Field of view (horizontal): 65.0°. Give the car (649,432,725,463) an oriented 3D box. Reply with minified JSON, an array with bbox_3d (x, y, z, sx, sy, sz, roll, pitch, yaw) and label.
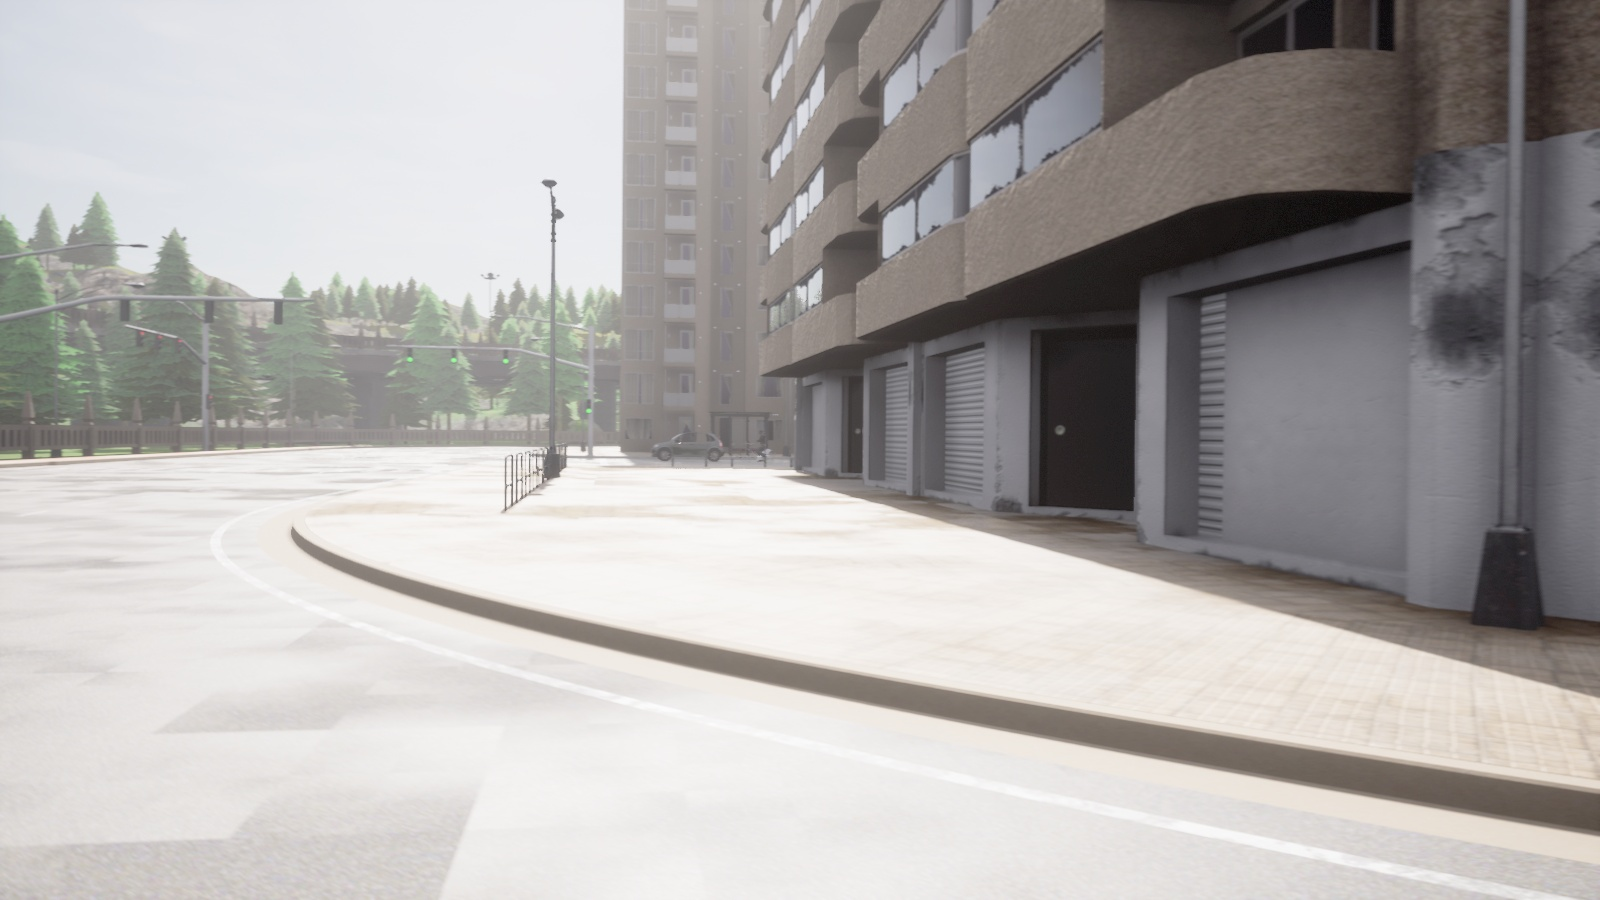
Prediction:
[{"bbox_3d":[-6.188,-0.128,68.449,3.988,1.617,1.851,-1,1,-9],"label":"car"}]
